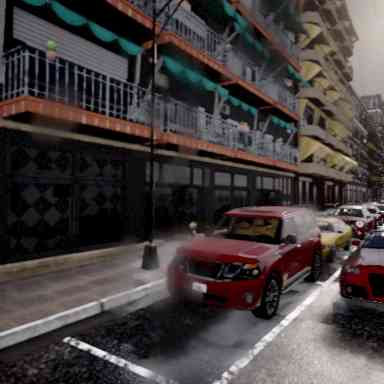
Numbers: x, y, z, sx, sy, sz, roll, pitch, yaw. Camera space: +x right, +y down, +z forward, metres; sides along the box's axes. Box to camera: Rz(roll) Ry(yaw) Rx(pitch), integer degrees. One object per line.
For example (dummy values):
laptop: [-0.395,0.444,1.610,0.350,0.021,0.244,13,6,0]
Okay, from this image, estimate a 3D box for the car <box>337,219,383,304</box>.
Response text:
car: [4.780,1.577,7.629,1.994,1.385,4.181,0,0,35]

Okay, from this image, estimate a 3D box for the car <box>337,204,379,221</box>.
car: [8.051,1.457,16.982,1.967,1.590,4.097,1,1,35]

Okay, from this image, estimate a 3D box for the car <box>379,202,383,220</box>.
car: [11.290,1.572,21.615,1.887,1.381,4.507,1,1,35]

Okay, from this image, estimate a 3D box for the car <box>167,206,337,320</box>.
car: [1.575,1.311,7.720,2.192,1.841,5.009,1,1,35]

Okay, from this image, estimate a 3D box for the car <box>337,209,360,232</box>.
car: [4.713,1.531,12.213,1.752,1.417,4.829,1,1,35]
